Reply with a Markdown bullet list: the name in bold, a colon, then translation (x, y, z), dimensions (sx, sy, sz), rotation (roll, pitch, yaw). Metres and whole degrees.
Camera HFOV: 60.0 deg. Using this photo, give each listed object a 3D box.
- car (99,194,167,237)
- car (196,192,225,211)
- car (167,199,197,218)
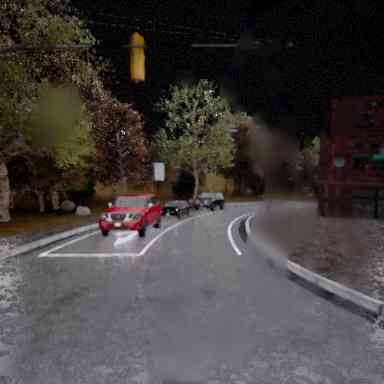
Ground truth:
- **car**: translation (-3.107, 1.128, 18.098), dimensions (2.150, 2.045, 5.566), rotation (0, 0, 7)
- **car**: translation (2.091, 1.008, 38.134), dimensions (2.150, 2.045, 5.566), rotation (2, 1, 23)
- **car**: translation (-1.336, 1.429, 28.089), dimensions (1.895, 1.301, 4.718), rotation (1, 1, 14)
